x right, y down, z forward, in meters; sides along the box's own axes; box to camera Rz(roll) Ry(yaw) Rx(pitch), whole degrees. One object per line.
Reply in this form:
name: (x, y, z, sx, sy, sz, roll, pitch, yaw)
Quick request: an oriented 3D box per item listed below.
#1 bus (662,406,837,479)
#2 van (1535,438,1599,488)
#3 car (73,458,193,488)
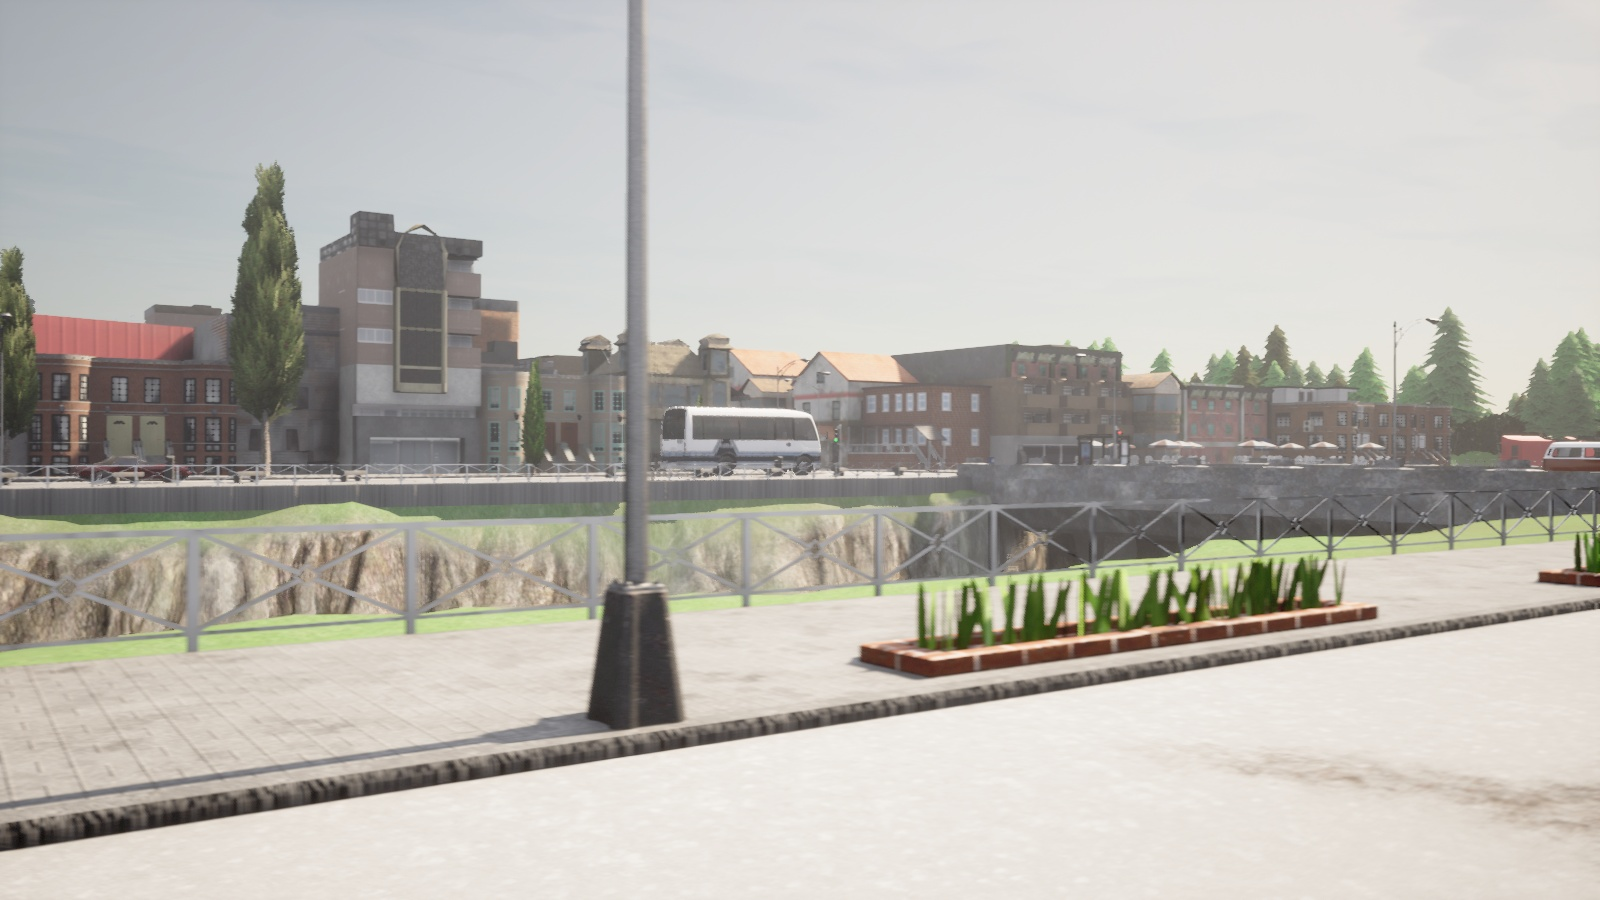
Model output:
bus: (-3.040, -0.435, 77.361, 10.273, 4.253, 3.944, 0, 0, -35)
van: (33.302, 0.525, 52.040, 2.069, 2.038, 4.480, 0, 0, -35)
car: (-30.785, 1.053, 58.028, 4.718, 1.301, 1.895, 0, 0, -35)
